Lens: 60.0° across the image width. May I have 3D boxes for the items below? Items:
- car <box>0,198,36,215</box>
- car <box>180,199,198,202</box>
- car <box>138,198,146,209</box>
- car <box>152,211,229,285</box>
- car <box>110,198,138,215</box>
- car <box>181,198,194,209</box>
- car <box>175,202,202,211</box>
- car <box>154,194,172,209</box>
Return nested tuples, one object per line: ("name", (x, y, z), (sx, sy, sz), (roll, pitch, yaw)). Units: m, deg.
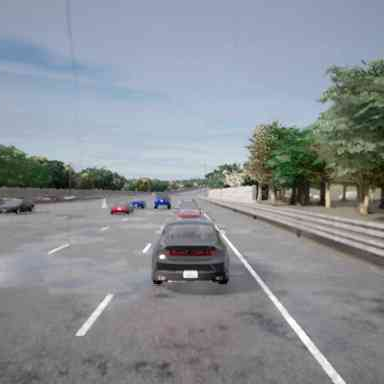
("car", (-17.974, 1.519, 34.302), (1.882, 1.535, 5.008), (0, 0, -2))
("car", (-0.268, 1.571, 27.217), (1.837, 1.490, 4.892), (0, 0, -1))
("car", (-7.641, 1.592, 47.277), (1.882, 1.535, 5.008), (0, 0, -2))
("car", (-0.049, 1.521, 9.547), (1.837, 1.490, 4.892), (0, 0, 0))
("car", (-7.332, 1.637, 35.292), (1.994, 1.385, 4.181), (0, 0, -2))
("car", (-0.660, 1.662, 48.235), (1.812, 1.442, 4.674), (0, 0, -2))
("car", (-0.154, 1.568, 19.963), (1.812, 1.442, 4.674), (0, 0, -1))
("car", (-4.151, 1.340, 47.735), (2.150, 2.045, 5.566), (0, -1, -1))
